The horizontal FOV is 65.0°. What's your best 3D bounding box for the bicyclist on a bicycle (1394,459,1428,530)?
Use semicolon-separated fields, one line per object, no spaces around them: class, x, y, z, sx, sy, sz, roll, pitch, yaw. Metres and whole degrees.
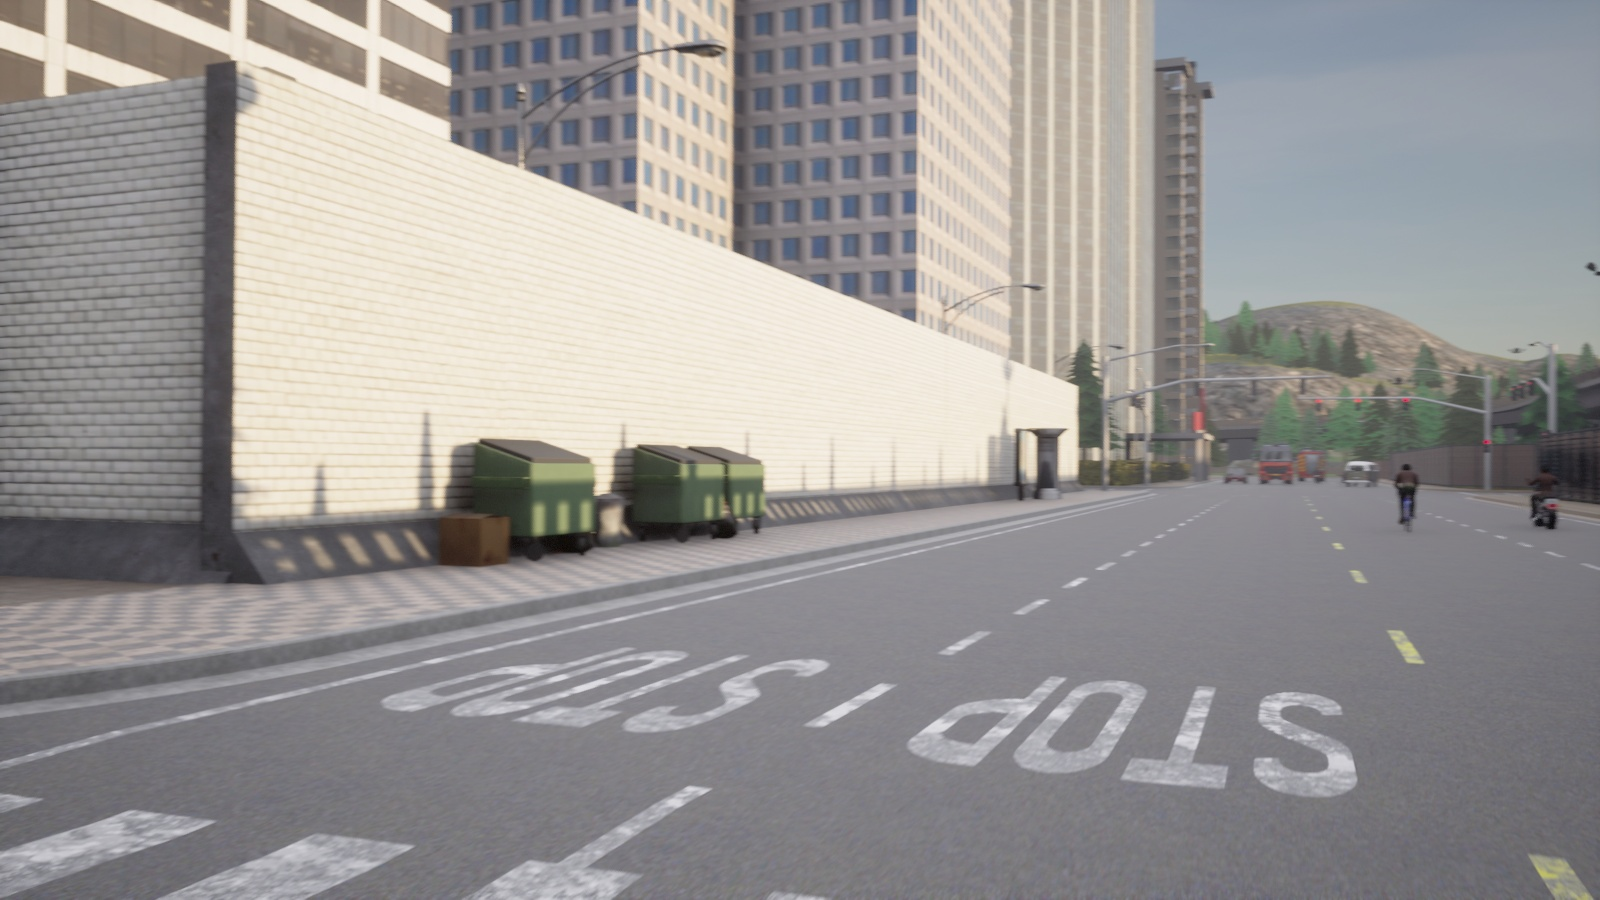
bicyclist on a bicycle;14.546;1.042;29.911;0.582;1.620;1.656;0;-1;21

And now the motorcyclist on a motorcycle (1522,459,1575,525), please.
motorcyclist on a motorcycle;19.249;1.057;32.340;0.766;1.649;2.350;0;-1;21
